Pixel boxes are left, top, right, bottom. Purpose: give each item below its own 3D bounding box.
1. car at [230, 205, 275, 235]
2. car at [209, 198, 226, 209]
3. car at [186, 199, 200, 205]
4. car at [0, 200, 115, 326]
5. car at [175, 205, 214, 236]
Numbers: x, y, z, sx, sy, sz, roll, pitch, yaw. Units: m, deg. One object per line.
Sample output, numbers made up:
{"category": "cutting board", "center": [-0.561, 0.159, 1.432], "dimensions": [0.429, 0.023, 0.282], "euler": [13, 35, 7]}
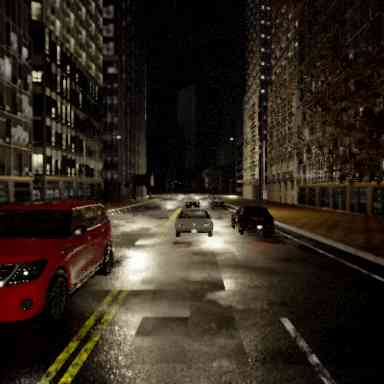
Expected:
{"category": "car", "center": [3.354, 1.496, 18.924], "dimensions": [1.837, 1.490, 4.892], "euler": [0, 0, 0]}
{"category": "car", "center": [3.362, 1.511, 43.689], "dimensions": [2.033, 1.411, 5.357], "euler": [0, 0, 0]}
{"category": "car", "center": [0.111, 1.562, 45.692], "dimensions": [1.895, 1.301, 4.718], "euler": [0, 0, 0]}
{"category": "car", "center": [-3.303, 1.222, 7.421], "dimensions": [2.150, 2.045, 5.566], "euler": [0, 0, 0]}
{"category": "car", "center": [0.105, 1.593, 18.134], "dimensions": [1.895, 1.301, 4.718], "euler": [0, 0, 0]}
